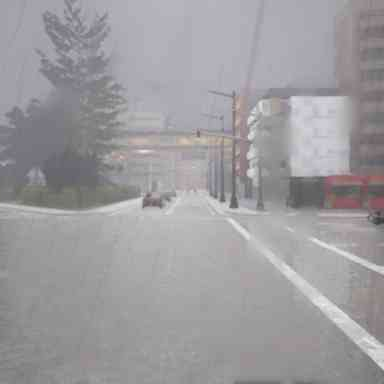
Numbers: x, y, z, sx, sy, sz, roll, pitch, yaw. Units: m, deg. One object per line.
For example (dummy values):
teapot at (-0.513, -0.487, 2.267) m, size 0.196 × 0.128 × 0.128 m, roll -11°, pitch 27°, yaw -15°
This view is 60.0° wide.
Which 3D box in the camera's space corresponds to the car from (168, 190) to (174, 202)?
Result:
car at (-3.779, 0.634, 44.417) m, size 1.895 × 1.301 × 4.718 m, roll 0°, pitch 1°, yaw 0°

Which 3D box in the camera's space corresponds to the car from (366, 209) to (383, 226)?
car at (11.945, 1.188, 17.908) m, size 4.674 × 1.442 × 1.812 m, roll 0°, pitch 1°, yaw -1°

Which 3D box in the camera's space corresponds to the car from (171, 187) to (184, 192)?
car at (-4.010, -0.690, 91.866) m, size 1.853 × 1.218 × 4.536 m, roll 0°, pitch 1°, yaw 24°

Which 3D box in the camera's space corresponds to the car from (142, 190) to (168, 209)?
car at (-3.738, 0.762, 32.745) m, size 1.882 × 1.535 × 5.008 m, roll 0°, pitch 1°, yaw 0°

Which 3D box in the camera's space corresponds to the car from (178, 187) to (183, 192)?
car at (-4.031, -0.532, 91.822) m, size 2.038 × 1.542 × 4.974 m, roll 0°, pitch 1°, yaw 24°

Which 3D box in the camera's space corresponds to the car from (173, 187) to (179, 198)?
car at (-3.760, 0.288, 58.824) m, size 1.994 × 1.385 × 4.181 m, roll 0°, pitch 1°, yaw 0°

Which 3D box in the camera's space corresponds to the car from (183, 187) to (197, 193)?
car at (0.131, -0.535, 91.532) m, size 2.038 × 1.542 × 4.974 m, roll -1°, pitch 1°, yaw -21°

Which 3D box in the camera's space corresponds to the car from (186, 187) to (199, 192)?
car at (0.112, -0.694, 91.577) m, size 1.853 × 1.218 × 4.536 m, roll -1°, pitch 1°, yaw -21°
